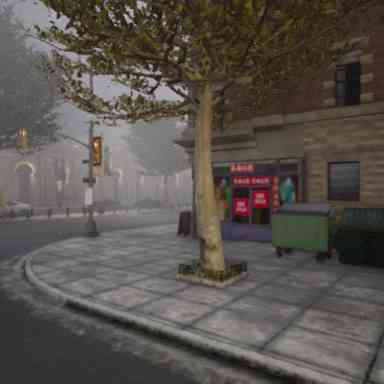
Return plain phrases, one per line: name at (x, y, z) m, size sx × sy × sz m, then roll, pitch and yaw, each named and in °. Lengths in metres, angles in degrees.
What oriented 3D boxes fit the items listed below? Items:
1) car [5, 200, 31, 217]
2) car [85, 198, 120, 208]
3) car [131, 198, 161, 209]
car at (-16.253, 1.462, 28.513) m, size 1.812 × 1.442 × 4.674 m, roll 0°, pitch 0°, yaw 36°
car at (-12.133, 1.517, 45.366) m, size 1.895 × 1.301 × 4.718 m, roll 0°, pitch 0°, yaw 36°
car at (-5.851, 1.500, 42.682) m, size 1.994 × 1.385 × 4.181 m, roll 0°, pitch 0°, yaw 36°
